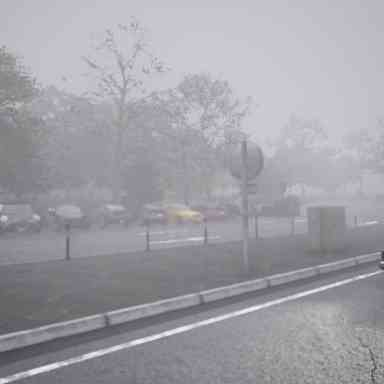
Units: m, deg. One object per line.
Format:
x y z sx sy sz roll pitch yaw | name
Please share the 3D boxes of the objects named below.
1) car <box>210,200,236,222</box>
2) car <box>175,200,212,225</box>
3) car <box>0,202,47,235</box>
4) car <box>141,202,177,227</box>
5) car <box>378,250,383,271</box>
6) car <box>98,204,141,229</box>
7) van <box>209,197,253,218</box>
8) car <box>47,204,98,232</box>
1.012 1.650 27.493 2.163 1.488 4.792 0 0 -36 | car
-1.121 1.600 25.702 1.946 1.575 5.366 0 0 -36 | car
-10.277 1.407 19.425 2.185 1.767 4.553 0 0 -36 | car
-3.504 1.614 24.264 2.163 1.488 4.792 0 0 -36 | car
6.768 1.578 8.503 4.718 1.301 1.895 0 0 -35 | car
-5.740 1.568 22.622 2.231 1.521 4.892 0 0 -36 | car
3.355 1.413 28.987 1.878 1.987 4.442 0 0 -36 | van
-8.005 1.549 21.018 2.097 1.535 5.008 0 0 -36 | car
